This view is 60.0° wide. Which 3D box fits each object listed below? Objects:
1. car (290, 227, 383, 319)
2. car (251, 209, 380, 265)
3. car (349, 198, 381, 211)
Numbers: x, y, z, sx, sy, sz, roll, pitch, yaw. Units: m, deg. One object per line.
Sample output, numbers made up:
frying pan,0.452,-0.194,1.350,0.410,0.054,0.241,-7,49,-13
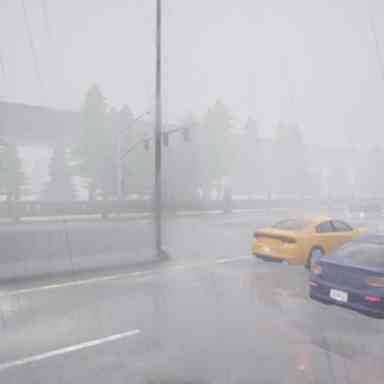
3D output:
car,4.310,1.564,6.855,4.674,1.442,1.812,0,0,-35
car,4.177,1.524,11.063,5.008,1.535,1.882,0,0,-36
car,21.187,1.527,40.724,4.553,1.767,2.097,0,0,-36
